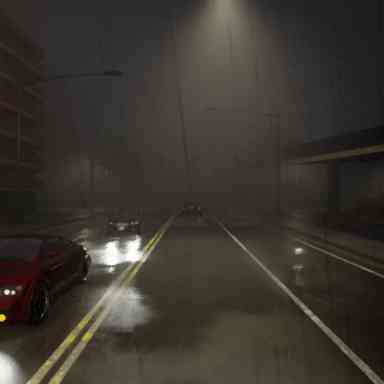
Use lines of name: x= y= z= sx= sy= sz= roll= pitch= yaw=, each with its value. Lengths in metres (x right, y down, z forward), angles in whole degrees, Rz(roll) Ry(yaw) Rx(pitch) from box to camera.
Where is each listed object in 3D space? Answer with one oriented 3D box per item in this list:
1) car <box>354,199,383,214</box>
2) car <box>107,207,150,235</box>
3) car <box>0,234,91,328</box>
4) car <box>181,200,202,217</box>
car: x=20.134 y=1.571 z=35.960 sx=4.611 sy=1.667 sz=2.242 roll=0 pitch=0 yaw=1
car: x=-3.663 y=1.645 z=19.693 sx=2.128 sy=1.511 sz=4.902 roll=0 pitch=0 yaw=0
car: x=-3.616 y=1.620 z=7.056 sx=1.994 sy=1.385 sz=4.181 roll=0 pitch=0 yaw=0
car: x=-0.053 y=1.619 z=34.417 sx=2.097 sy=1.767 sz=4.553 roll=0 pitch=0 yaw=0
